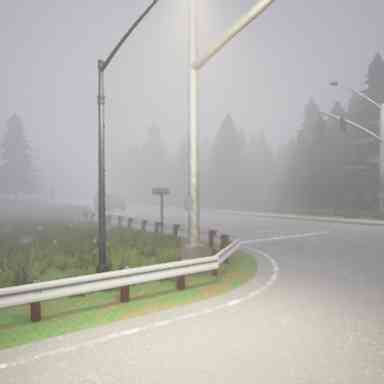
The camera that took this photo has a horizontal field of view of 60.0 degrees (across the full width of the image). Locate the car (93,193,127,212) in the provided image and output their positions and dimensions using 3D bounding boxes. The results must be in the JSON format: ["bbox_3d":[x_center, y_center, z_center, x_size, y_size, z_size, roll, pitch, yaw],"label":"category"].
[{"bbox_3d":[-9.360,1.091,37.548,2.150,2.045,5.566,-1,0,-36],"label":"car"}]
